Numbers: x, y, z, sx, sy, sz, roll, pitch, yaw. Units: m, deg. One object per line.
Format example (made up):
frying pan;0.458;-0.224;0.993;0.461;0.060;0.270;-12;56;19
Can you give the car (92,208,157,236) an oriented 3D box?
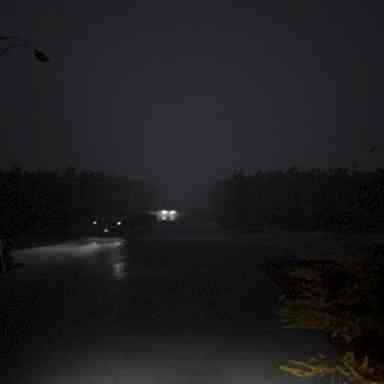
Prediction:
car;-3.779;1.659;19.386;1.895;1.301;4.718;0;1;18

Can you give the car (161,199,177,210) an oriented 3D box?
car;-3.117;1.692;45.491;2.128;1.511;4.902;0;-1;0
